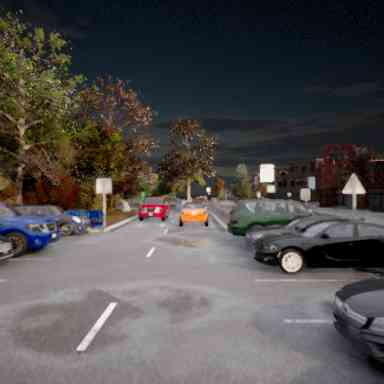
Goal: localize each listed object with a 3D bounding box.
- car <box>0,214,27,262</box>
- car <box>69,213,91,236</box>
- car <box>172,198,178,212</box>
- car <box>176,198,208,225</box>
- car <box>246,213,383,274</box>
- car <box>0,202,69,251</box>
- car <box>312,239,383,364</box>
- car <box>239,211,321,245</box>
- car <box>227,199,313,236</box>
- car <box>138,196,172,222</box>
[{"bbox_3d":[-8.151,1.571,10.223,4.892,1.521,2.231,0,0,0],"label":"car"},{"bbox_3d":[-8.071,1.501,18.704,4.553,1.767,2.185,0,-1,0],"label":"car"},{"bbox_3d":[-0.915,1.802,41.541,1.812,1.442,4.674,1,0,-15],"label":"car"},{"bbox_3d":[0.133,1.549,25.694,2.097,1.767,4.553,0,0,0],"label":"car"},{"bbox_3d":[4.434,1.569,10.291,5.008,1.535,2.097,0,0,0],"label":"car"},{"bbox_3d":[-8.113,1.340,12.925,5.566,2.045,2.435,0,0,0],"label":"car"},{"bbox_3d":[4.424,1.562,4.640,4.674,1.452,2.002,0,0,0],"label":"car"},{"bbox_3d":[4.435,1.631,13.118,4.674,1.452,2.002,0,0,0],"label":"car"},{"bbox_3d":[4.464,1.361,15.945,5.566,2.045,2.435,0,0,0],"label":"car"},{"bbox_3d":[-3.270,1.441,29.289,2.150,2.045,5.566,0,-1,1],"label":"car"}]
